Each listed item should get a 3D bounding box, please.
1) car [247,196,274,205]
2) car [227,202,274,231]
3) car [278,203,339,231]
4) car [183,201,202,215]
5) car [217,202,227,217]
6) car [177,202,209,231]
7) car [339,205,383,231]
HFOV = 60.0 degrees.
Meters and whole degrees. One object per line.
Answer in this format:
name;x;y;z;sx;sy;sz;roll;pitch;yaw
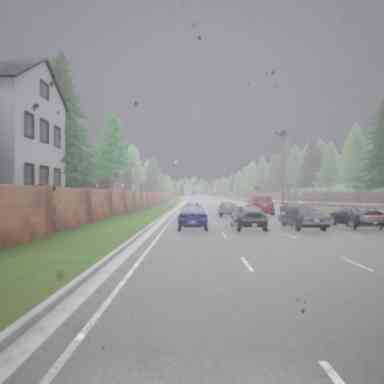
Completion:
car;7.050;1.394;34.779;2.150;2.045;5.566;0;0;1
car;3.553;1.610;21.188;1.837;1.490;4.892;0;0;0
car;7.055;1.653;21.291;2.033;1.411;5.357;0;0;0
car;0.095;1.744;36.710;1.994;1.385;4.181;0;0;1
car;3.536;1.711;33.320;2.033;1.411;5.357;0;0;1
car;0.053;1.584;21.620;1.882;1.535;5.008;0;0;0
car;10.554;1.599;21.561;2.128;1.511;4.902;0;0;0
